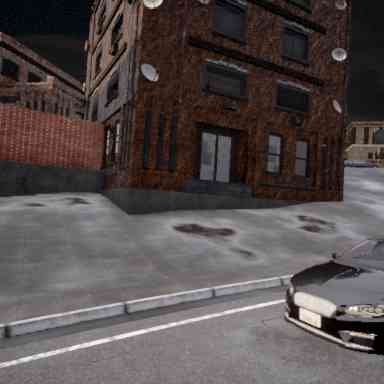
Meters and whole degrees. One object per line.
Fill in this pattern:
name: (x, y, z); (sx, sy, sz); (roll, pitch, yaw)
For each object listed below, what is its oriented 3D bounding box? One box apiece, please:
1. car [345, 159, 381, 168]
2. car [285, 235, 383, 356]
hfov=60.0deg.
car: (21.218, -3.296, 41.902); (4.553, 1.767, 2.185); (2, -3, 15)
car: (3.838, 1.540, 5.874); (4.902, 1.511, 2.128); (1, -1, -28)
